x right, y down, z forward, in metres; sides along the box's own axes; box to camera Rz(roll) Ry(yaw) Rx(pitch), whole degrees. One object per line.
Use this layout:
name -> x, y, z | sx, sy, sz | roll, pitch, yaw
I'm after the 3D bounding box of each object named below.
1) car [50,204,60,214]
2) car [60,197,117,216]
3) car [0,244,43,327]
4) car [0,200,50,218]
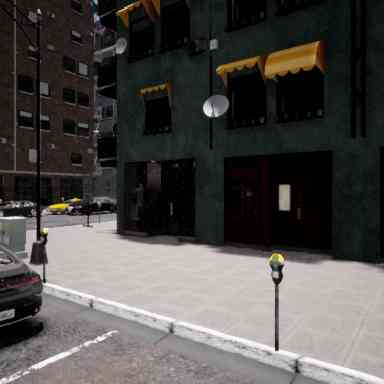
car -> -10.887, 1.250, 30.533 | 1.752, 1.417, 4.829 | 1, 1, 35
car -> -8.611, 1.213, 29.283 | 2.128, 1.511, 4.902 | 0, 1, 35
car -> -4.472, 1.551, 6.082 | 4.403, 1.369, 2.008 | 0, 0, 36
car -> -13.987, 1.350, 26.115 | 2.008, 1.369, 4.403 | 1, 1, 35
